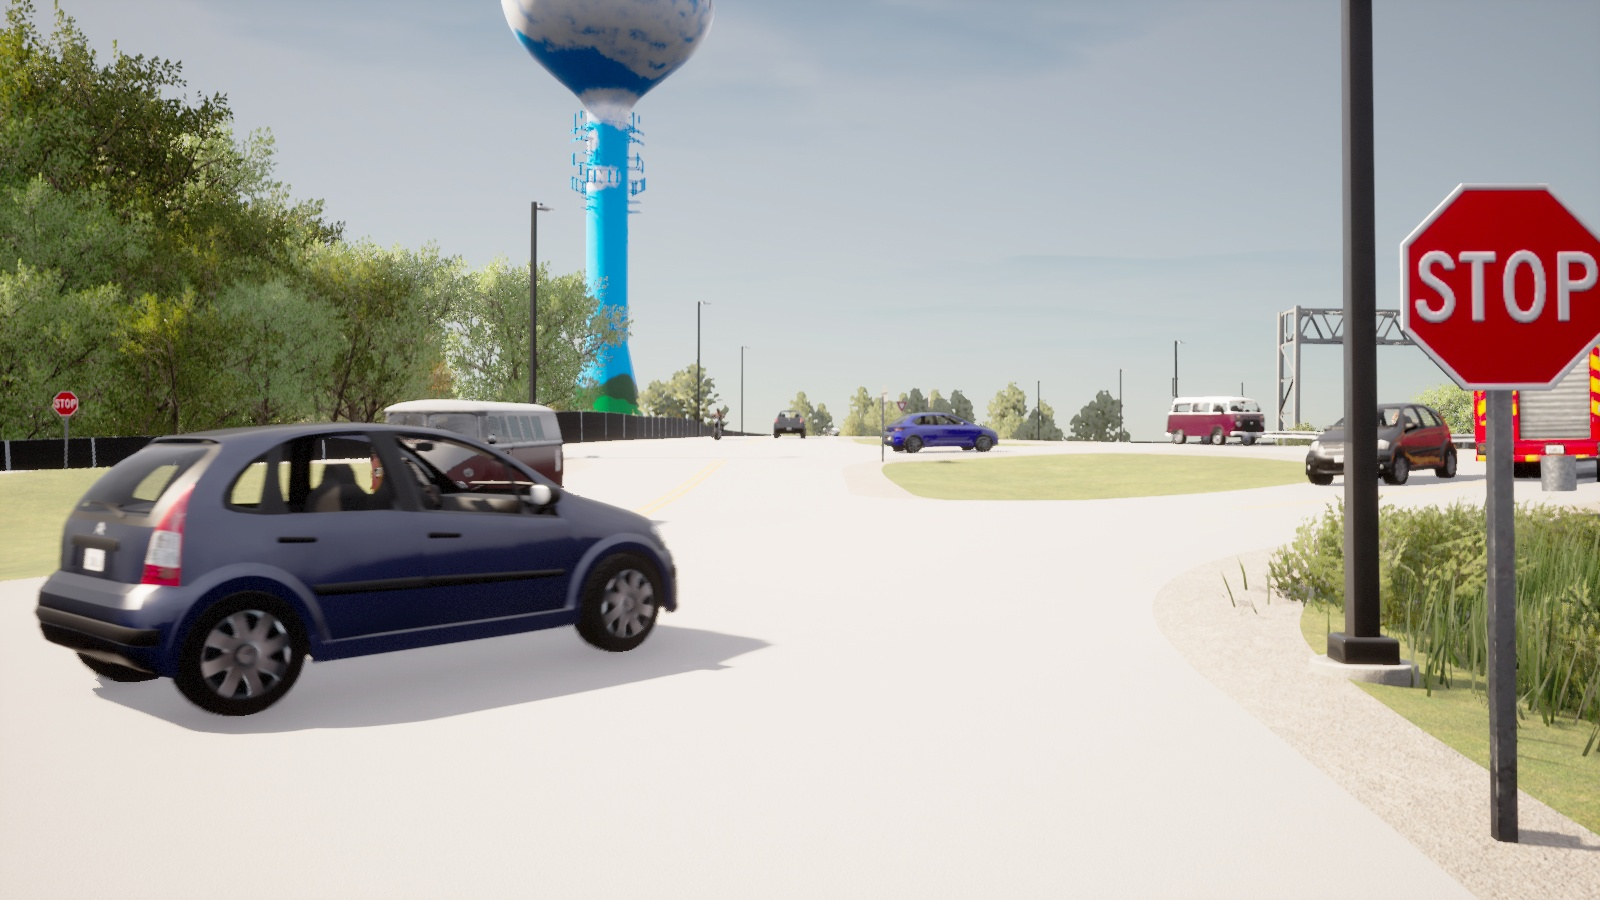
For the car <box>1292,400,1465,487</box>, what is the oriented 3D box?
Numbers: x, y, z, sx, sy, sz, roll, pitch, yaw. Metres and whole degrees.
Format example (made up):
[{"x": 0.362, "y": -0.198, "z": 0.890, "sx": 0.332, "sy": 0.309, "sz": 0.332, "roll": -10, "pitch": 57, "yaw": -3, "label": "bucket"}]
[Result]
[{"x": 11.944, "y": -0.161, "z": 25.806, "sx": 3.988, "sy": 1.617, "sz": 1.851, "roll": -3, "pitch": 1, "yaw": -44, "label": "car"}]

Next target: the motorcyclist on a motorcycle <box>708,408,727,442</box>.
[{"x": -4.084, "y": -1.272, "z": 62.298, "sx": 0.766, "sy": 1.649, "sz": 2.350, "roll": 0, "pitch": 2, "yaw": 0, "label": "motorcyclist on a motorcycle"}]

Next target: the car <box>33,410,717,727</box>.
[{"x": -2.639, "y": 0.581, "z": 8.512, "sx": 1.851, "sy": 1.617, "sz": 3.988, "roll": 1, "pitch": 1, "yaw": 41, "label": "car"}]

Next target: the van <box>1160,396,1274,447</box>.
[{"x": 17.281, "y": -1.163, "z": 52.305, "sx": 2.069, "sy": 2.038, "sz": 4.480, "roll": 0, "pitch": 1, "yaw": -22, "label": "van"}]

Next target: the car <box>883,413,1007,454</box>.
[{"x": 5.384, "y": -0.637, "z": 46.764, "sx": 4.193, "sy": 1.474, "sz": 1.816, "roll": -1, "pitch": 2, "yaw": -14, "label": "car"}]

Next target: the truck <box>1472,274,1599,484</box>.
[{"x": 17.384, "y": -1.399, "z": 26.118, "sx": 8.468, "sy": 3.827, "sz": 2.891, "roll": -2, "pitch": 1, "yaw": -39, "label": "truck"}]

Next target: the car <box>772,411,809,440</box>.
[{"x": -0.500, "y": -1.337, "z": 67.412, "sx": 1.845, "sy": 1.501, "sz": 3.633, "roll": 0, "pitch": 1, "yaw": 2, "label": "car"}]

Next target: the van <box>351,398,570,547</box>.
[{"x": -4.970, "y": 0.245, "z": 19.083, "sx": 1.775, "sy": 1.987, "sz": 4.442, "roll": 0, "pitch": 2, "yaw": 5, "label": "van"}]
